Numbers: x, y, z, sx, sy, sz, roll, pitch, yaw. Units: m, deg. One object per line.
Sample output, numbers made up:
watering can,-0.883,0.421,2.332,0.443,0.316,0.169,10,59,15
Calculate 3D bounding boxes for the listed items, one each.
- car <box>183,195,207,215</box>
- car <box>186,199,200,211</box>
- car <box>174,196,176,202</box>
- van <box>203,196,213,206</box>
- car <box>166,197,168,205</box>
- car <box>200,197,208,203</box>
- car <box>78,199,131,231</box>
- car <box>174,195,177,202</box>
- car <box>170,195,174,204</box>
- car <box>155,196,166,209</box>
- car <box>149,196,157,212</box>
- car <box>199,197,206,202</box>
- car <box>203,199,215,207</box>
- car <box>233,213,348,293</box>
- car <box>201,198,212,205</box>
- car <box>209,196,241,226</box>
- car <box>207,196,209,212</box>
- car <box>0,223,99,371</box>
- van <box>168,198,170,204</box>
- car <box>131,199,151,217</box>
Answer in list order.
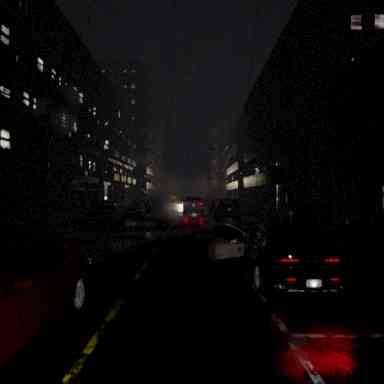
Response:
car,0.178,1.376,35.883,2.150,2.045,5.566,0,0,0
car,0.177,1.711,46.140,1.837,1.490,4.892,0,0,1
car,-5.448,1.980,78.179,1.802,1.307,4.206,0,0,0
van,2.881,1.630,61.080,1.690,1.788,3.998,0,0,0
car,-5.518,1.781,55.250,1.752,1.417,4.829,0,0,0
car,2.949,2.020,83.840,1.802,1.307,4.206,0,0,0
car,-5.620,1.400,21.279,2.192,1.841,5.009,0,0,0
car,-5.395,1.831,95.249,2.192,1.841,5.009,0,0,0
car,-5.466,1.885,72.318,1.752,1.417,4.829,0,0,0
car,-5.533,1.539,49.730,2.192,1.841,5.009,0,0,0
car,-5.568,1.606,38.350,1.967,1.590,4.097,0,0,0
car,2.984,2.098,95.221,1.802,1.307,4.206,0,0,0
car,2.863,1.838,55.391,1.802,1.307,4.206,0,0,0
car,2.381,1.538,8.893,1.837,1.490,4.892,0,0,0
car,2.897,1.869,66.770,1.887,1.381,4.507,0,0,0
car,2.778,1.426,26.942,2.192,1.841,5.009,0,0,0
car,2.812,1.606,38.321,1.967,1.590,4.097,0,0,0
car,-3.087,1.495,4.915,1.882,1.535,5.008,0,0,0
van,-5.498,1.630,61.108,1.690,1.788,3.998,0,0,0
car,-5.586,1.689,32.659,2.008,1.369,4.403,0,0,0
